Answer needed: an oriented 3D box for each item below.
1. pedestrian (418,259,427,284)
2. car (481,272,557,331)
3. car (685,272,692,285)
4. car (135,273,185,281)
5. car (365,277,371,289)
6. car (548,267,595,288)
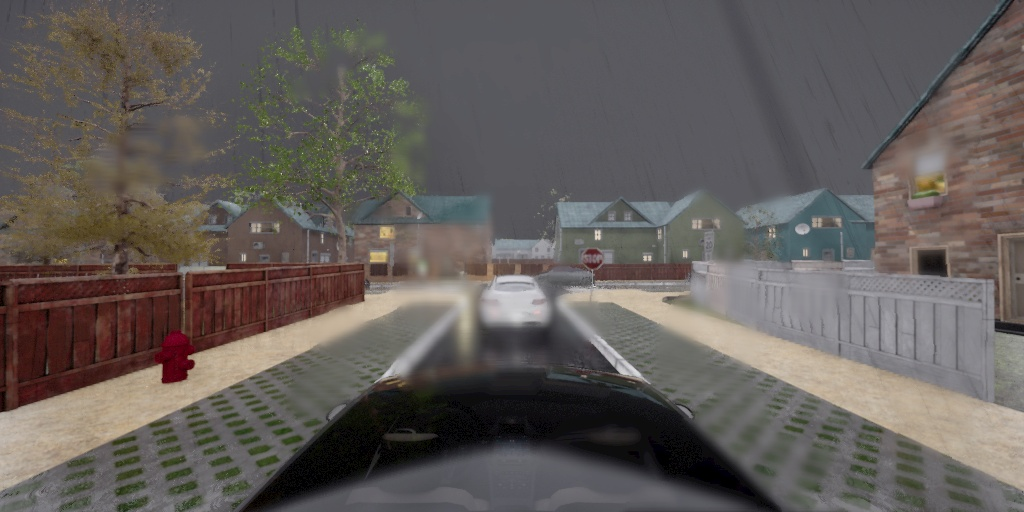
[{"bbox_3d":[-6.675,1.131,26.707,0.375,1.860,0.375,0,-1,1],"label":"pedestrian"},{"bbox_3d":[0.060,1.284,10.882,1.812,1.442,4.674,0,0,-1],"label":"car"},{"bbox_3d":[13.860,1.254,23.486,4.674,1.442,1.812,0,-1,1],"label":"car"},{"bbox_3d":[-20.925,1.590,21.043,4.718,1.301,1.895,-1,-1,1],"label":"car"},{"bbox_3d":[-10.509,1.441,20.890,4.181,1.385,1.994,-1,-1,1],"label":"car"},{"bbox_3d":[3.311,1.385,23.646,4.181,1.385,1.994,0,-1,0],"label":"car"}]
